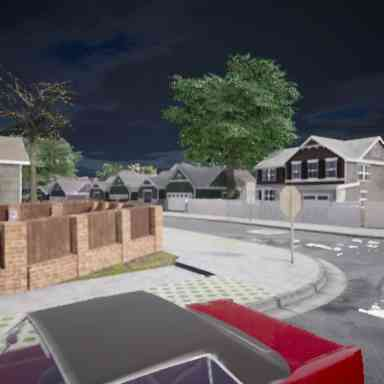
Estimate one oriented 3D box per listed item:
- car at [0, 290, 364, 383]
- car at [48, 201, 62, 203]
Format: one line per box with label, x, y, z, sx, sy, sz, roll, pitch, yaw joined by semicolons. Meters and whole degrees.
car;-0.876;1.599;2.325;4.718;1.301;1.895;0;0;-36
car;-19.322;2.010;47.078;1.882;1.535;5.008;1;-2;-42
